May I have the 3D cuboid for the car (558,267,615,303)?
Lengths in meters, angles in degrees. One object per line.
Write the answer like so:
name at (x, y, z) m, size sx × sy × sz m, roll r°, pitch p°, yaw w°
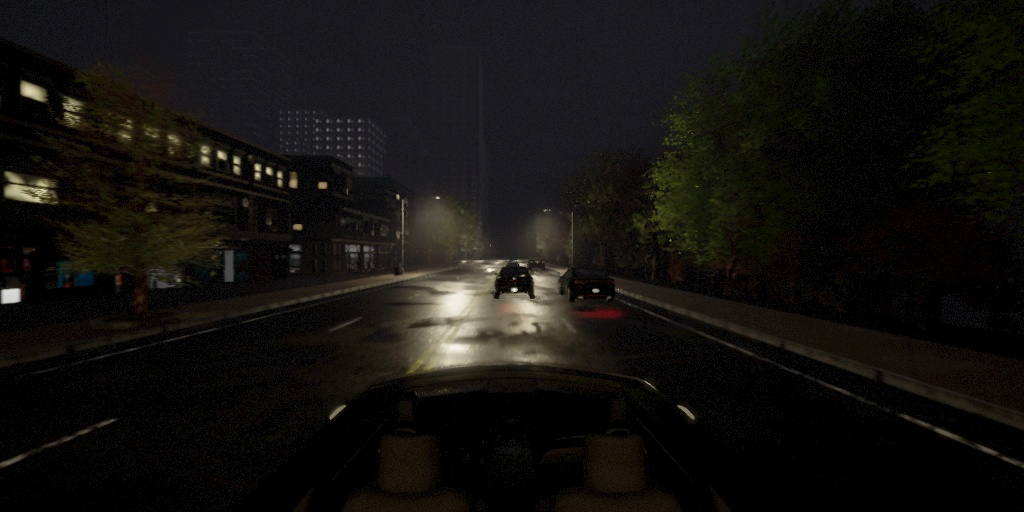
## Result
car at (3.359, 1.233, 16.864) m, size 1.882 × 1.535 × 5.008 m, roll 0°, pitch 0°, yaw 0°

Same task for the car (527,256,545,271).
car at (3.377, 0.984, 50.243) m, size 2.150 × 2.045 × 5.566 m, roll 0°, pitch 0°, yaw 0°

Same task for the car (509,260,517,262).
car at (0.129, 1.327, 54.002) m, size 1.994 × 1.385 × 4.181 m, roll 0°, pitch 0°, yaw 0°

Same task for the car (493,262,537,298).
car at (0.110, 1.261, 18.512) m, size 1.837 × 1.490 × 4.892 m, roll 0°, pitch 0°, yaw 0°
